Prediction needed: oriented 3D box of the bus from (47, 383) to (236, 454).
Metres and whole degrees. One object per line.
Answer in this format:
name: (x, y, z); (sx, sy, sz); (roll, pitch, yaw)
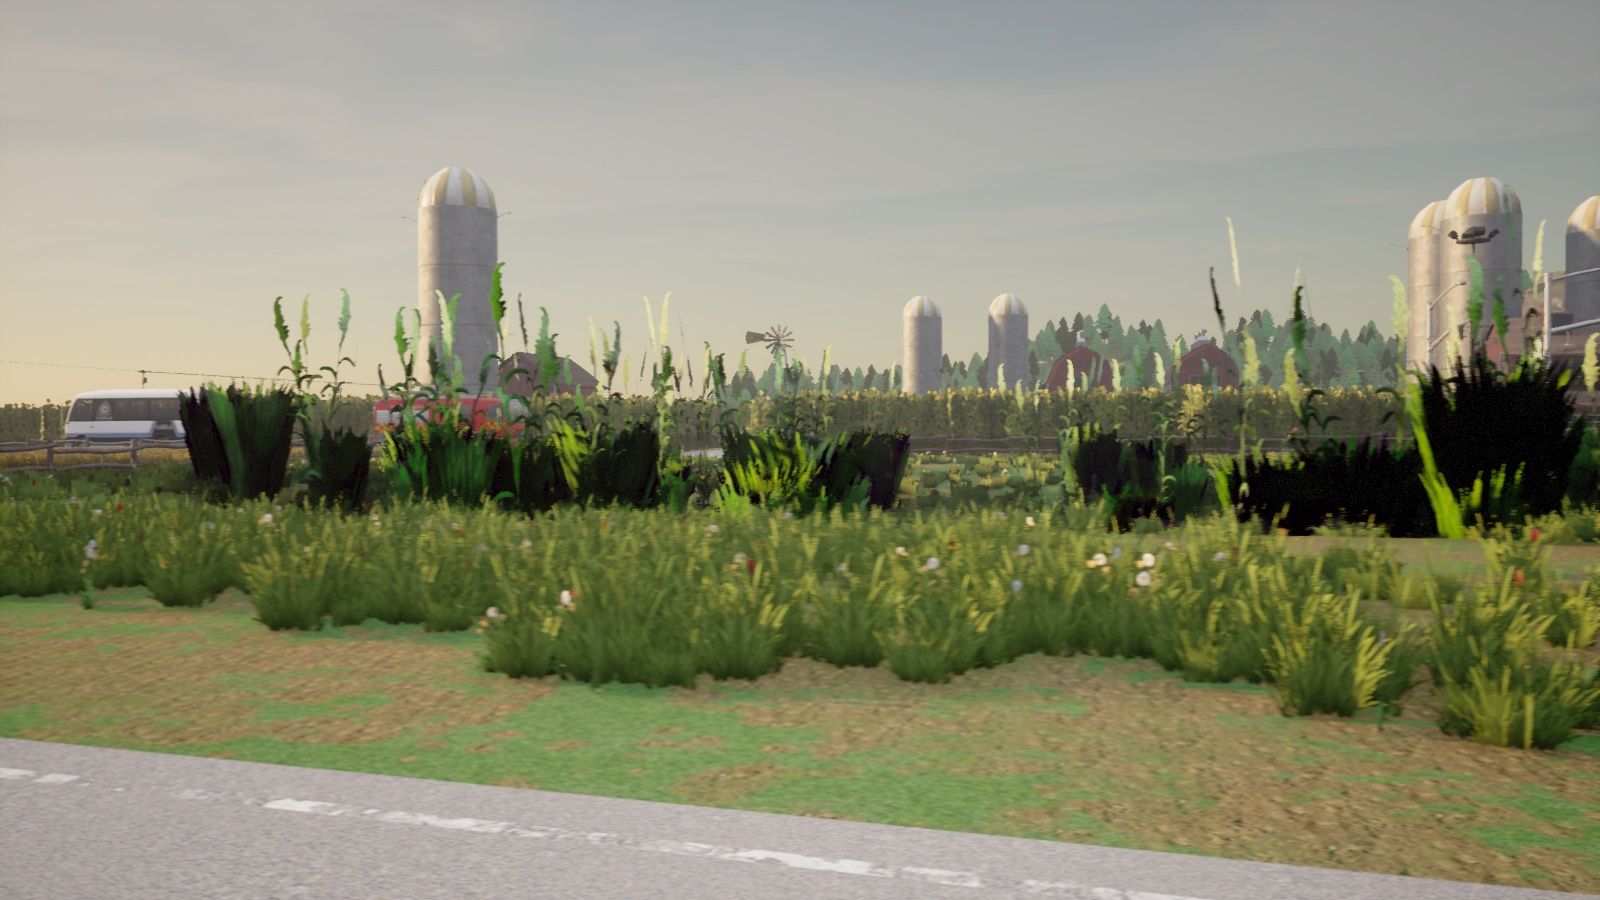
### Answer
bus: (-40.855, -1.937, 77.993); (10.273, 4.253, 3.944); (0, 1, 13)

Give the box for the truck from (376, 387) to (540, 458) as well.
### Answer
truck: (-18.992, -1.521, 69.869); (8.468, 3.827, 2.891); (1, 1, 13)
